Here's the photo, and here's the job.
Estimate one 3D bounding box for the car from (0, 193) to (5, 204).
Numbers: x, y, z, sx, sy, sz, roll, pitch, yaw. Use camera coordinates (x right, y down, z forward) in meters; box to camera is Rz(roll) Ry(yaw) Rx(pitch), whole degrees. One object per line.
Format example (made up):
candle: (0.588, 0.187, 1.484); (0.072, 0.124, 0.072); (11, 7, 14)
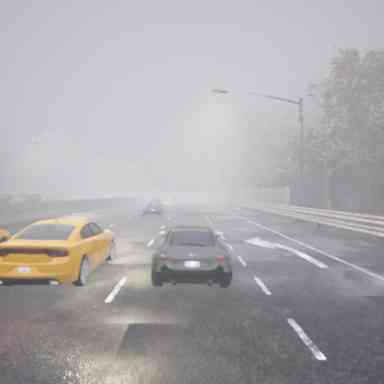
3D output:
car: (-25.065, 1.113, 43.545); (2.150, 2.045, 5.566); (1, 0, 0)

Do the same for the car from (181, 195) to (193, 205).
car: (-0.899, 1.917, 68.704); (1.812, 1.442, 4.674); (1, 0, -1)

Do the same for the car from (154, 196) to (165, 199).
car: (-8.041, 1.824, 78.454); (1.882, 1.535, 5.008); (1, 0, -1)

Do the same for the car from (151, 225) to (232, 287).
car: (-0.023, 1.620, 9.563); (1.994, 1.385, 4.181); (1, 0, -1)

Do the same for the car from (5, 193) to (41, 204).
car: (-21.569, 1.164, 43.632); (2.150, 2.045, 5.566); (1, 0, 0)

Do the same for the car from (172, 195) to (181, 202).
car: (-4.785, 1.990, 94.859); (1.837, 1.490, 4.892); (1, 0, -1)

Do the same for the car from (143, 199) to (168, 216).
car: (-3.892, 1.712, 34.595); (1.994, 1.385, 4.181); (1, 0, -1)

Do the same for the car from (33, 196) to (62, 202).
car: (-18.067, 1.543, 43.117); (2.033, 1.411, 5.357); (1, 0, 0)

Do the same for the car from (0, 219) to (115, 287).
car: (-3.519, 1.483, 9.402); (1.882, 1.535, 5.008); (1, 0, -1)
